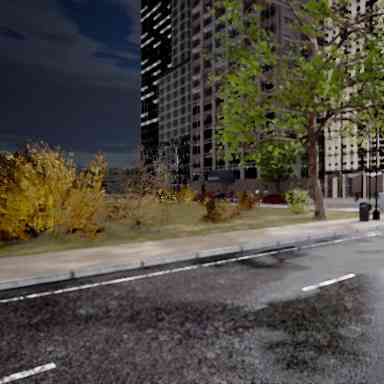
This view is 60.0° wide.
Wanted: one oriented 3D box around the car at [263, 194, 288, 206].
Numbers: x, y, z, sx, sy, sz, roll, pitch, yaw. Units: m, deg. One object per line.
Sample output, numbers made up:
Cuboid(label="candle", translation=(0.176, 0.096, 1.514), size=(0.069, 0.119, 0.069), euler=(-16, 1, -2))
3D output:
Cuboid(label="car", translation=(10.699, 0.942, 40.743), size=(1.812, 1.442, 4.674), euler=(0, 0, -34))

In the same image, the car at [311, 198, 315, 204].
Cuboid(label="car", translation=(13.421, 0.941, 42.521), size=(1.812, 1.442, 4.674), euler=(0, 0, -34))

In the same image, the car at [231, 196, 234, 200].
Cuboid(label="car", translation=(6.308, 0.897, 64.943), size=(1.812, 1.442, 4.674), euler=(0, 0, -34))

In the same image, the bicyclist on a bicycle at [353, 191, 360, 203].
Cuboid(label="bicyclist on a bicycle", translation=(23.337, 0.714, 47.230), size=(1.656, 1.620, 0.582), euler=(0, 0, -34))

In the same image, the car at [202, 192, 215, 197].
Cuboid(label="car", translation=(2.949, 0.723, 64.203), size=(2.097, 1.767, 4.553), euler=(0, 0, -33))

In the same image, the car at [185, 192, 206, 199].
Cuboid(label="car", translation=(0.730, 0.762, 73.246), size=(2.033, 1.411, 5.357), euler=(0, 0, -34))

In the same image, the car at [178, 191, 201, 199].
Cuboid(label="car", translation=(-0.894, 0.916, 63.972), size=(2.033, 1.411, 5.357), euler=(0, 0, -33))
